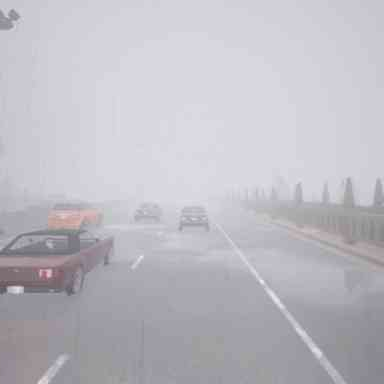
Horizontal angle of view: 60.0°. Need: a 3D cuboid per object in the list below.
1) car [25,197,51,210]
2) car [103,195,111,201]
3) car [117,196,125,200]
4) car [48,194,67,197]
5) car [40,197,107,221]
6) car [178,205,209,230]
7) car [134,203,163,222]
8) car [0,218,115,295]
[{"bbox_3d":[-17.568,1.595,39.355,2.033,1.411,5.357,0,0,0],"label":"car"},{"bbox_3d":[-20.466,1.581,79.275,2.097,1.767,4.553,0,0,-12],"label":"car"},{"bbox_3d":[-16.812,1.741,79.112,1.812,1.442,4.674,0,0,-12],"label":"car"},{"bbox_3d":[-21.000,1.304,51.291,2.150,2.045,5.566,0,0,1],"label":"car"},{"bbox_3d":[-6.890,1.361,19.974,2.097,1.767,4.553,0,0,0],"label":"car"},{"bbox_3d":[0.111,1.558,21.171,2.033,1.411,5.357,0,0,0],"label":"car"},{"bbox_3d":[-3.387,1.567,26.663,2.033,1.411,5.357,0,0,0],"label":"car"},{"bbox_3d":[-3.396,1.603,8.654,1.895,1.301,4.718,0,0,0],"label":"car"}]
